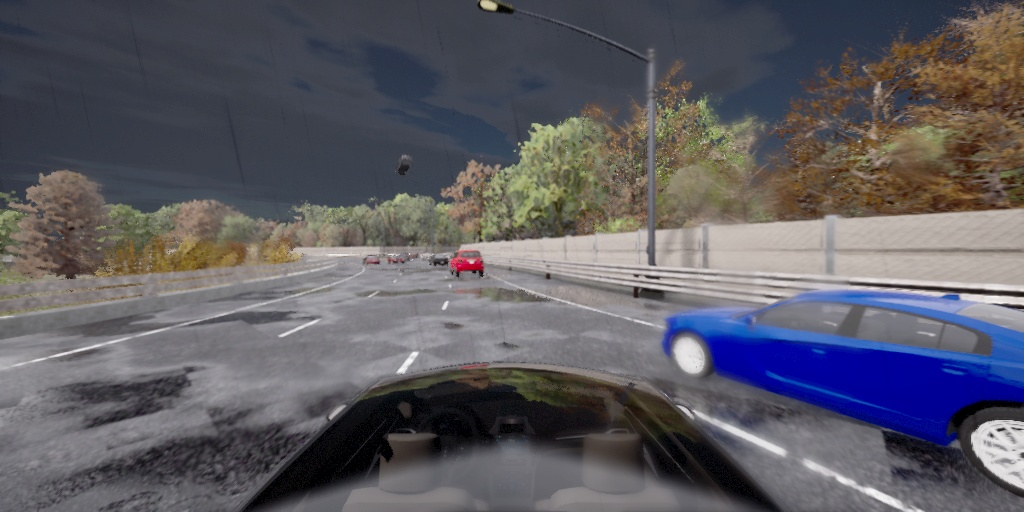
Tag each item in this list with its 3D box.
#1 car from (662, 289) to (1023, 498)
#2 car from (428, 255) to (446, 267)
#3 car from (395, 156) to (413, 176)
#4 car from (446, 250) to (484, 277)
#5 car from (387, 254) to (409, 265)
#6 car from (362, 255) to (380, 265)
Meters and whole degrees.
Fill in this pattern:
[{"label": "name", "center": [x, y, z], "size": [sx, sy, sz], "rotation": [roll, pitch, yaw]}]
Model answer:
[{"label": "car", "center": [4.311, 1.163, 4.561], "size": [1.882, 1.535, 5.008], "rotation": [-1, 1, -26]}, {"label": "car", "center": [-9.323, 0.583, 45.327], "size": [1.882, 1.535, 5.008], "rotation": [-1, 1, -23]}, {"label": "car", "center": [-16.214, -13.519, 53.669], "size": [2.128, 1.511, 4.902], "rotation": [-2, -13, -30]}, {"label": "car", "center": [-3.732, 0.554, 29.072], "size": [2.150, 2.045, 5.566], "rotation": [-1, 0, -16]}, {"label": "car", "center": [-17.752, 0.596, 54.738], "size": [1.895, 1.301, 4.718], "rotation": [-1, 1, -31]}, {"label": "car", "center": [-20.906, 0.597, 53.208], "size": [1.994, 1.385, 4.181], "rotation": [-1, 1, -32]}]
